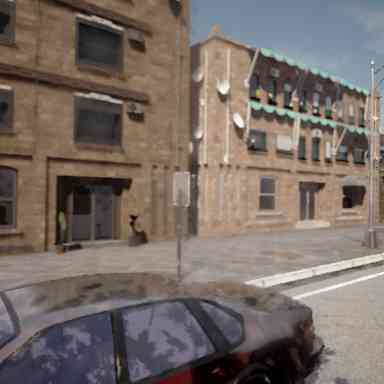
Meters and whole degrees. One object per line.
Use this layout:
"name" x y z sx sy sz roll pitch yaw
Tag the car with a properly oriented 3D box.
"car" -1.048 1.550 2.936 5.357 1.411 2.033 0 0 -35
